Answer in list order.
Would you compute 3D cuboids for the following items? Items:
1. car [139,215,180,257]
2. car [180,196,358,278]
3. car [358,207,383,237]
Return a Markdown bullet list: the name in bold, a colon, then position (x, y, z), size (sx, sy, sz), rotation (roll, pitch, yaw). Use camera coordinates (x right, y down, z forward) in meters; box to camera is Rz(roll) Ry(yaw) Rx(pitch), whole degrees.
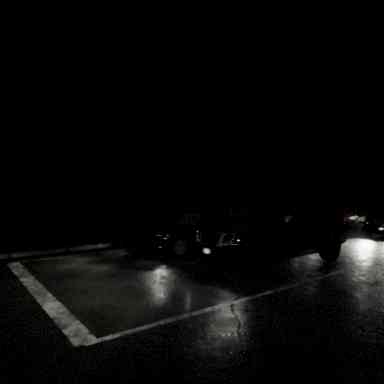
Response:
- **car**: position (0.334, 1.441, 13.053), size (5.008, 1.535, 1.882), rotation (0, 0, -37)
- **car**: position (2.607, 1.179, 10.385), size (5.566, 2.045, 2.150), rotation (0, 0, -36)
- **car**: position (10.046, 1.465, 16.162), size (4.181, 1.385, 1.994), rotation (0, 0, -39)
